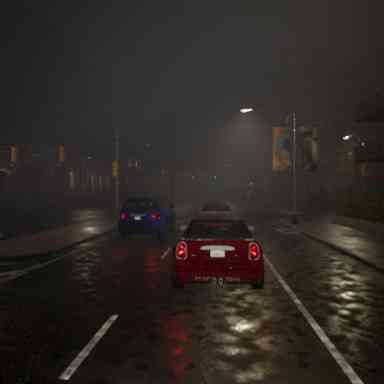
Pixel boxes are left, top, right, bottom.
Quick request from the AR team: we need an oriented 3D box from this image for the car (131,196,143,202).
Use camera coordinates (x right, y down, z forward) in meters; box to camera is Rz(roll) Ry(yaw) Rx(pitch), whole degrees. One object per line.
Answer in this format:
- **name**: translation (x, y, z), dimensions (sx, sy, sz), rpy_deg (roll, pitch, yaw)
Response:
- **car**: translation (-12.781, 1.683, 77.700), dimensions (1.895, 1.301, 4.718), rpy_deg (0, 0, 4)

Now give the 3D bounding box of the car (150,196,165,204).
- **car**: translation (-6.826, 1.568, 66.680), dimensions (2.128, 1.511, 4.902), rpy_deg (0, 0, 5)

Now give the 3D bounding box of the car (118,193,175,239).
- **car**: translation (-2.226, 1.245, 17.499), dimensions (2.150, 2.045, 5.566), rpy_deg (0, 0, 4)

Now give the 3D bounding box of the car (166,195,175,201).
- **car**: translation (-5.446, 1.623, 85.574), dimensions (1.812, 1.442, 4.674), rpy_deg (0, 0, 4)

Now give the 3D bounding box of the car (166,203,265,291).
- **car**: translation (0.701, 1.362, 9.303), dimensions (2.097, 1.767, 4.553), rpy_deg (0, 0, 4)

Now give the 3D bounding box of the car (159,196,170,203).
- **car**: translation (-6.168, 1.639, 75.559), dimensions (1.994, 1.385, 4.181), rpy_deg (0, 0, 4)

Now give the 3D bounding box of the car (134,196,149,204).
- **car**: translation (-10.234, 1.569, 67.863), dimensions (2.128, 1.511, 4.902), rpy_deg (0, 0, 4)

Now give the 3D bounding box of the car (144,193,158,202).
- **car**: translation (-9.530, 1.314, 77.603), dimensions (2.150, 2.045, 5.566), rpy_deg (0, 0, 4)
